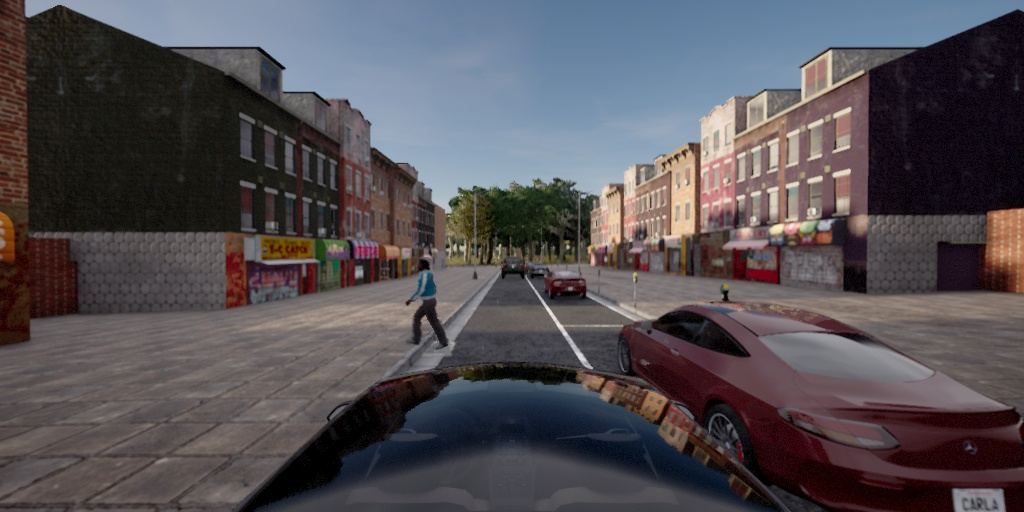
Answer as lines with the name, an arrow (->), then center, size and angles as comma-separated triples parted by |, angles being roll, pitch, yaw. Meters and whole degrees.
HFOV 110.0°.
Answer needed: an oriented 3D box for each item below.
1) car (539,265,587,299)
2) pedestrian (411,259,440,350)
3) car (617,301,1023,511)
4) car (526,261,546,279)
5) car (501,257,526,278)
car -> 2.640, 1.340, 18.338 | 1.888, 1.381, 4.507 | 0, 0, 0
pedestrian -> -1.743, 0.952, 7.241 | 0.375, 1.860, 0.375 | -1, 1, 0
car -> 2.751, 1.283, 4.415 | 1.812, 1.442, 4.674 | 0, 0, 0
car -> 2.642, 1.416, 34.557 | 1.948, 1.339, 4.313 | 0, 0, 0
car -> 0.101, 1.075, 35.147 | 2.150, 2.045, 5.566 | 0, 0, 0
